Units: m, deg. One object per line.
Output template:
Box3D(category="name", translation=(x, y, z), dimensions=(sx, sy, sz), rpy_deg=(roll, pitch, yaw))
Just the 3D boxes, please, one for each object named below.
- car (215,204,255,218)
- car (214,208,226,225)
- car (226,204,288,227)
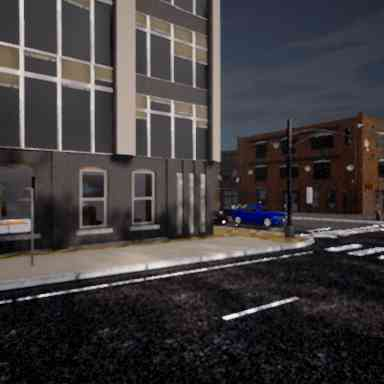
Box3D(category="car", translation=(4.847, 2.099, 37.836), dimensions=(2.008, 1.369, 4.403), rpy_deg=(-1, 0, -37))
Box3D(category="car", translation=(1.226, 2.055, 28.241), dimensions=(1.947, 1.339, 4.313), rpy_deg=(-1, 0, -37))
Box3D(category="car", translation=(5.450, 1.906, 27.162), dimensions=(1.882, 1.535, 5.008), rpy_deg=(0, -1, -38))
